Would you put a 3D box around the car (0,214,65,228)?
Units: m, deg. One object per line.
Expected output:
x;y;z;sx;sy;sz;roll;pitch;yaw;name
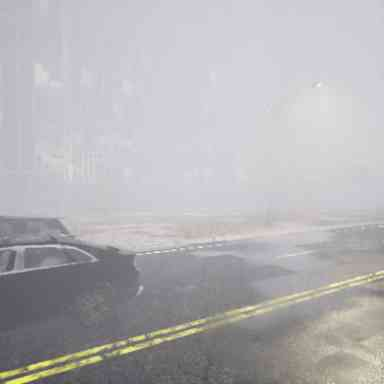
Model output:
-5.053;1.370;8.096;4.553;1.767;2.097;0;0;-35;car

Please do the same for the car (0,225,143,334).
-3.215;1.504;5.415;4.902;1.511;2.128;0;0;-35;car
